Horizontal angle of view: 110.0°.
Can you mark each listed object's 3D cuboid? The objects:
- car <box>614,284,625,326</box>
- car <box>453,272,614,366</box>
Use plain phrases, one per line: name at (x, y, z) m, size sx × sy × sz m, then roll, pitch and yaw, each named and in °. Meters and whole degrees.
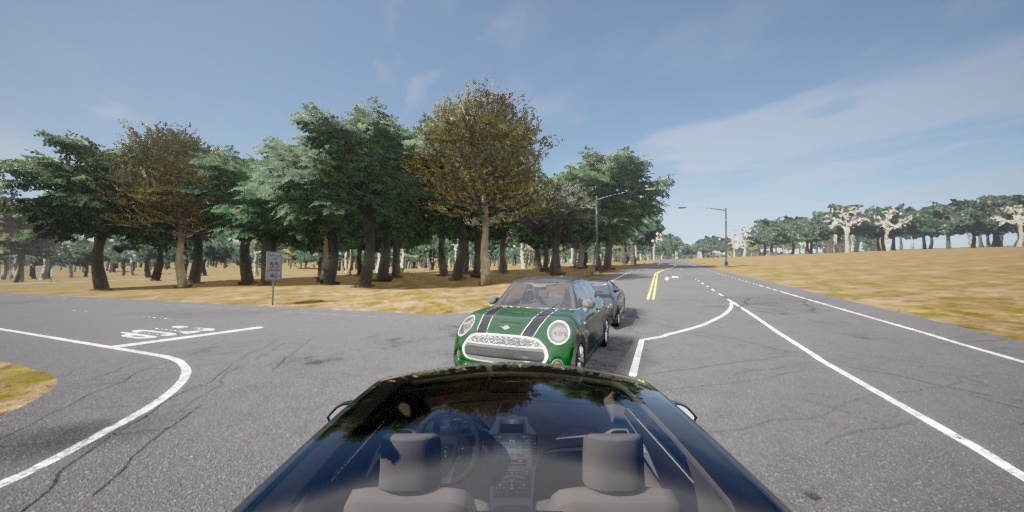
car at (2.913, 1.553, 12.861) m, size 1.994 × 1.385 × 4.181 m, roll -2°, pitch 0°, yaw 22°
car at (0.686, 1.222, 7.430) m, size 2.097 × 1.767 × 4.553 m, roll -1°, pitch -2°, yaw 22°
